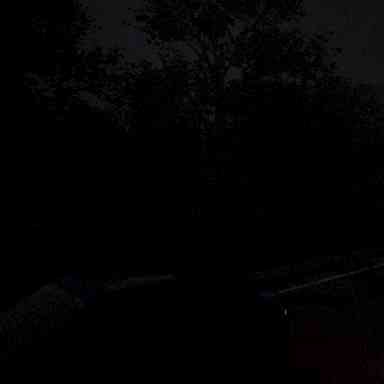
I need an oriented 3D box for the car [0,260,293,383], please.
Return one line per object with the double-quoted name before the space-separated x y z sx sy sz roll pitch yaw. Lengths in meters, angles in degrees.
"car" -0.931 1.523 3.328 4.674 1.442 1.812 0 0 -36
